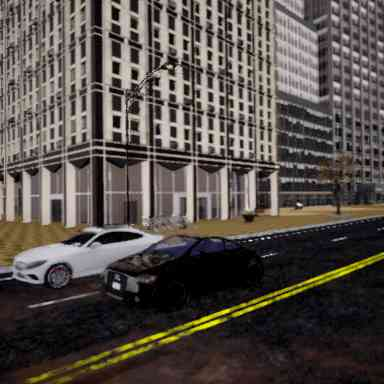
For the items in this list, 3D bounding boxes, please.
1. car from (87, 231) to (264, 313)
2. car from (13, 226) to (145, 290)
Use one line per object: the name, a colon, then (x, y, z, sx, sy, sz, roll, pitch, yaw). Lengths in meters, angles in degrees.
car: (-0.087, 1.745, 8.180, 4.181, 1.385, 1.994, 0, -2, -43)
car: (-2.805, 1.785, 10.093, 4.674, 1.442, 1.812, 0, -2, -43)
